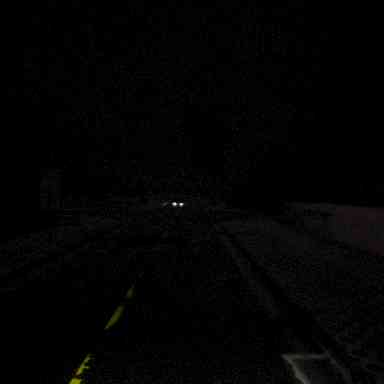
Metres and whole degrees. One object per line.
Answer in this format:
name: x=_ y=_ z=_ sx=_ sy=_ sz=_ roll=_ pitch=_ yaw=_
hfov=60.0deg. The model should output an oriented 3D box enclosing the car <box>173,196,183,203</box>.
car: x=-2.672 y=1.427 z=64.496 sx=1.994 sy=1.385 sz=4.181 roll=0 pitch=1 yaw=0
